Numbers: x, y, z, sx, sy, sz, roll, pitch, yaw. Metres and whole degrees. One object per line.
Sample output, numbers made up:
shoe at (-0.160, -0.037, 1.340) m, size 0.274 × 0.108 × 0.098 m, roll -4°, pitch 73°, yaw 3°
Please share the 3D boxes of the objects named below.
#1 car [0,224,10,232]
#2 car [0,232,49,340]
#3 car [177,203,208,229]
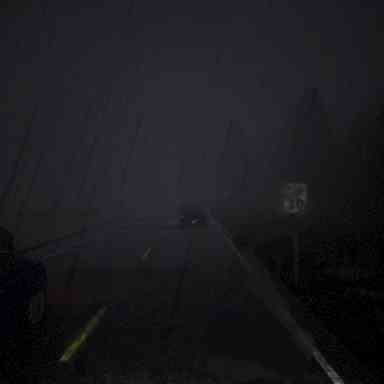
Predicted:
car at (-6.460, 1.530, 8.934) m, size 1.816 × 1.474 × 4.193 m, roll 6°, pitch -1°, yaw -2°
car at (-3.546, 1.563, 4.370) m, size 1.812 × 1.442 × 4.674 m, roll 0°, pitch -1°, yaw 1°
car at (0.109, 1.721, 23.289) m, size 1.812 × 1.442 × 4.674 m, roll 0°, pitch -1°, yaw 0°
